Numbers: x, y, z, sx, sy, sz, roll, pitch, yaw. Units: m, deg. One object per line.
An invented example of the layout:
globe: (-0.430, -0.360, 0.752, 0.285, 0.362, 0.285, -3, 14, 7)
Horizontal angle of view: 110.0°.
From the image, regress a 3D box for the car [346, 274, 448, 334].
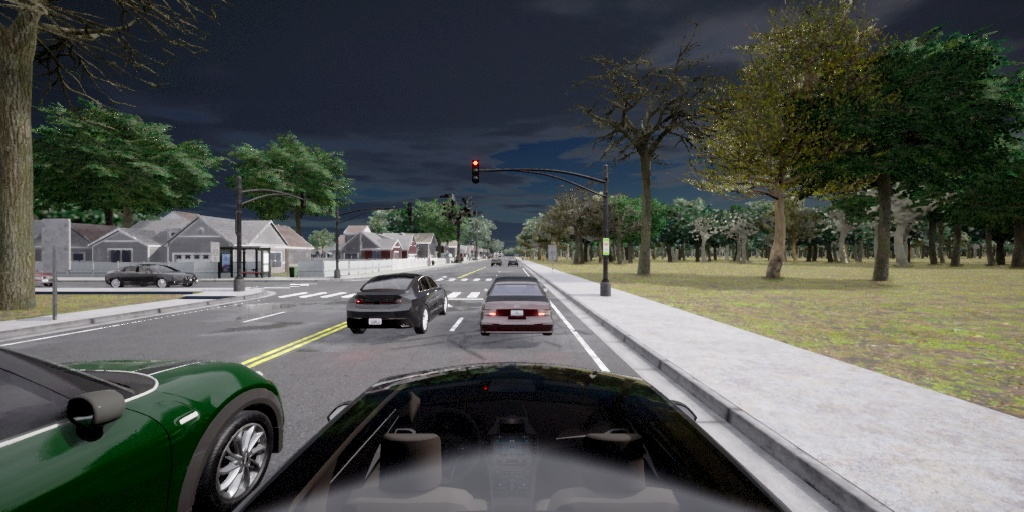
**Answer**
car: (-3.143, 1.254, 10.643, 1.837, 1.490, 4.892, 0, 0, 0)

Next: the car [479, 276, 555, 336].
car: (0.114, 1.297, 10.392, 2.033, 1.411, 5.357, 0, 0, 0)

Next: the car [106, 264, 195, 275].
car: (-22.909, 1.285, 22.879, 4.892, 1.490, 1.837, 0, 0, 0)

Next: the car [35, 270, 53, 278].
car: (-32.197, 1.322, 22.956, 4.674, 1.442, 1.812, 0, 0, 0)

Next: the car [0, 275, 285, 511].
car: (-3.148, 1.102, 1.446, 2.097, 1.767, 4.553, 0, 0, 0)
